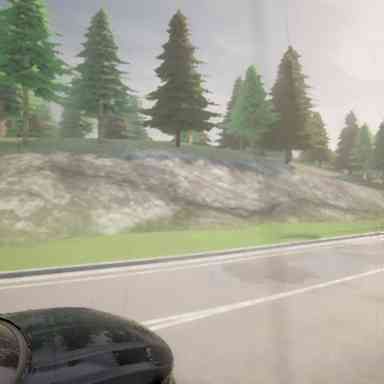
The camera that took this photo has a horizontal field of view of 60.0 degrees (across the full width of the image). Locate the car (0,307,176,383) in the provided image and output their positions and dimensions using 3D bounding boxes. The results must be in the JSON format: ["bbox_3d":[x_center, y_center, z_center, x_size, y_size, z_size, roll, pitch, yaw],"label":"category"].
[{"bbox_3d":[-2.411,1.466,2.025,5.008,1.535,1.882,1,0,-36],"label":"car"}]
